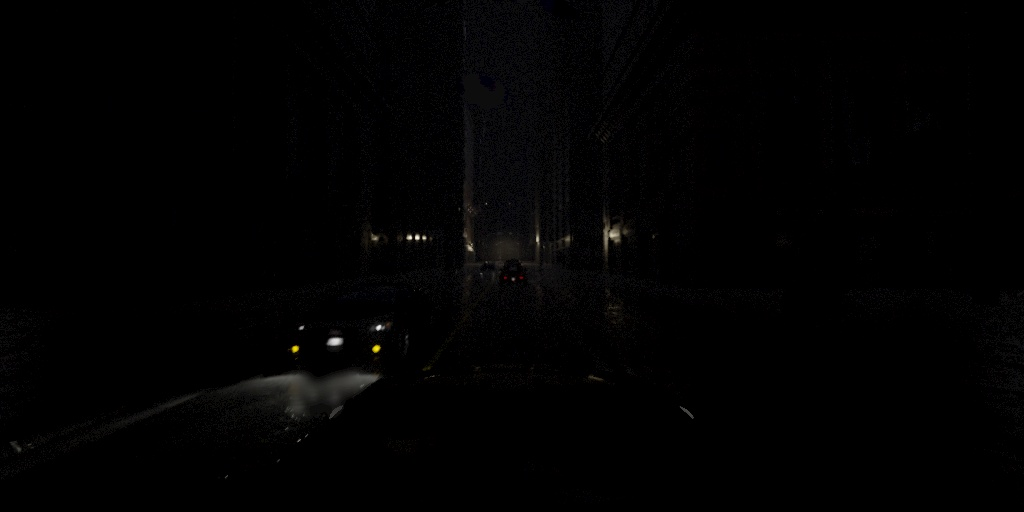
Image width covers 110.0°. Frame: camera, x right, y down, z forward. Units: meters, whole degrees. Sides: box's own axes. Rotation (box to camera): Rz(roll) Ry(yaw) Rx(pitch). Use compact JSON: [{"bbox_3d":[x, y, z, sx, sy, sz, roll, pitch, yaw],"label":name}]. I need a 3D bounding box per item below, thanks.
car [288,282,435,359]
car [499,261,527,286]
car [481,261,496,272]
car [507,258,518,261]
[{"bbox_3d":[-3.102,1.315,8.263,1.994,1.385,4.181,0,0,0],"label":"car"},{"bbox_3d":[0.082,1.283,25.080,1.812,1.442,4.674,0,0,0],"label":"car"},{"bbox_3d":[-3.118,1.382,48.079,1.895,1.301,4.718,0,0,0],"label":"car"},{"bbox_3d":[0.058,1.123,41.826,2.097,1.767,4.553,0,0,0],"label":"car"}]
